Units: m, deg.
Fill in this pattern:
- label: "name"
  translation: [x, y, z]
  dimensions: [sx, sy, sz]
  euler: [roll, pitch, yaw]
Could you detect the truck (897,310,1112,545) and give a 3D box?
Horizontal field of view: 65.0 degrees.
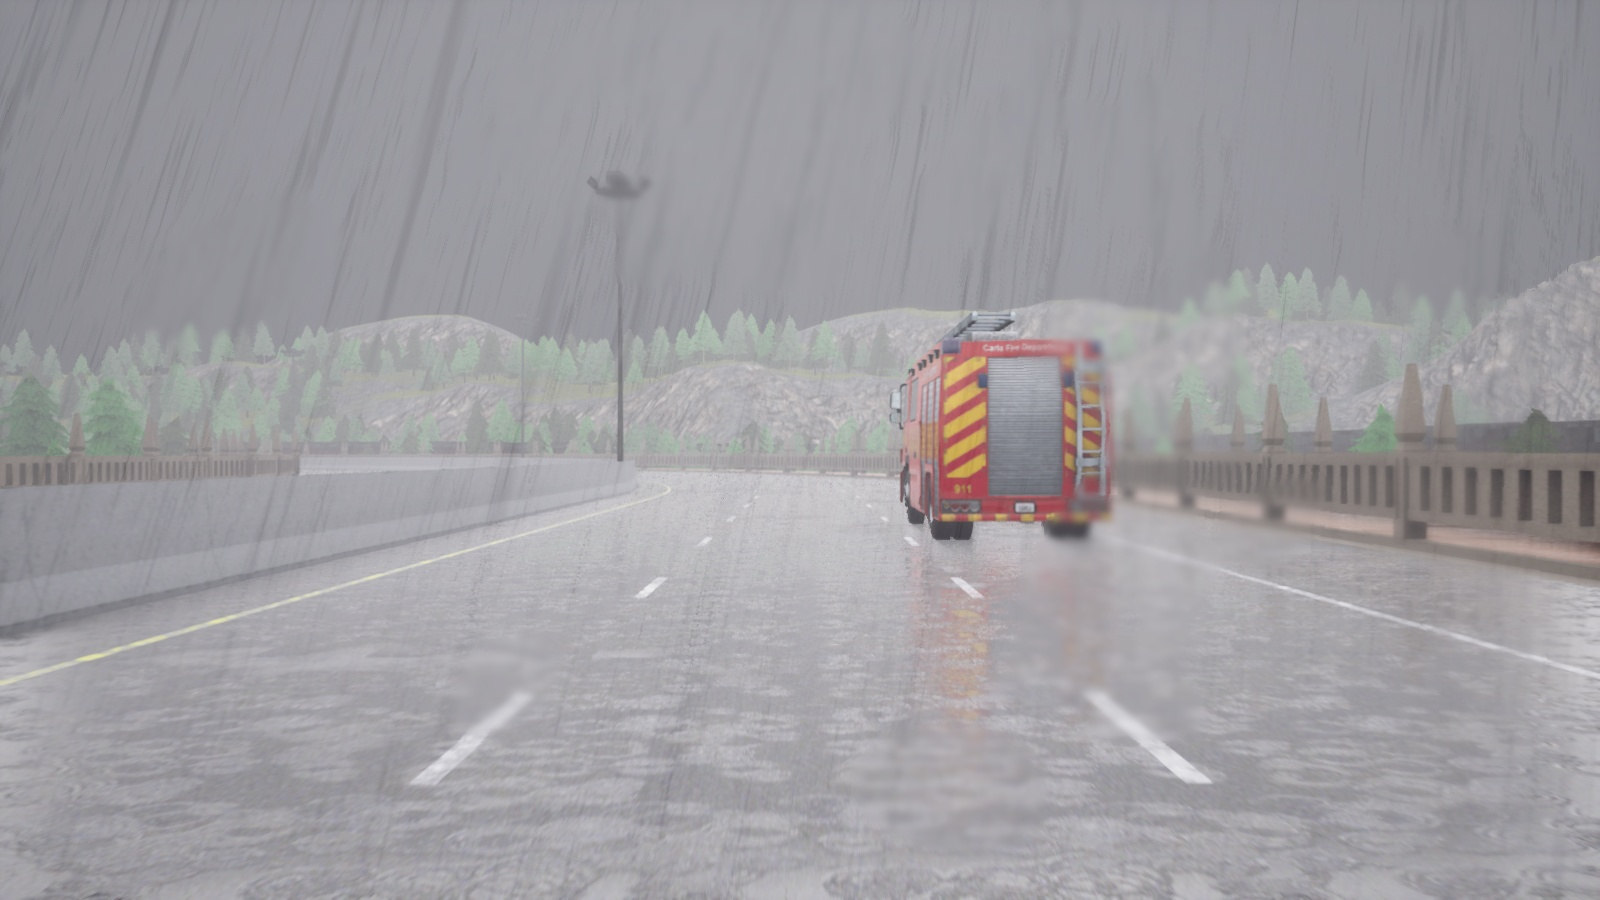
- label: "truck"
  translation: [3.659, -0.355, 24.712]
  dimensions: [2.891, 3.827, 8.468]
  euler: [0, 0, 0]
